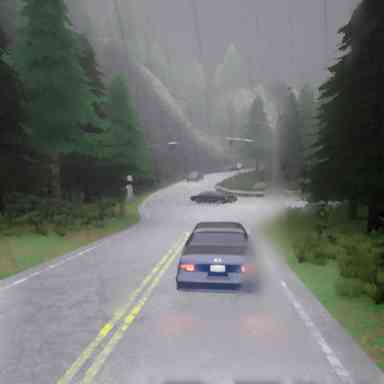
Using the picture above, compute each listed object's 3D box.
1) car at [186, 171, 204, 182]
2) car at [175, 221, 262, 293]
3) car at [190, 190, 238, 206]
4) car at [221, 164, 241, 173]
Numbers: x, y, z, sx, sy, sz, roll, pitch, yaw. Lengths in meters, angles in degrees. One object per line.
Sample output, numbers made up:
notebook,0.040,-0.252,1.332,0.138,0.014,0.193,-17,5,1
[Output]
car,0.557,-2.575,55.102,1.837,1.490,4.892,2,10,19
car,0.725,1.496,8.878,2.033,1.411,5.357,0,0,5
car,2.088,0.531,32.552,4.718,1.301,1.895,1,7,42
car,7.921,-4.809,67.687,2.128,1.511,4.902,5,11,45
